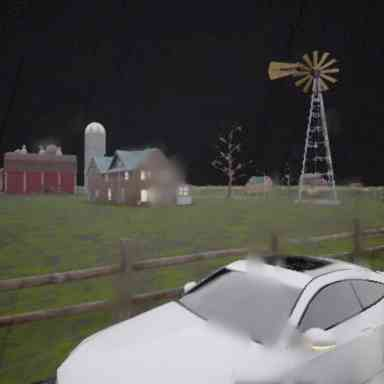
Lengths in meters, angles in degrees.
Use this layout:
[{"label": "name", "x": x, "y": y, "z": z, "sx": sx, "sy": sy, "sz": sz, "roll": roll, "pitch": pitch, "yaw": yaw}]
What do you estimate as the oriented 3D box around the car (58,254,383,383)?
[{"label": "car", "x": 0.954, "y": 1.521, "z": 3.742, "sx": 4.674, "sy": 1.442, "sz": 1.812, "roll": 0, "pitch": 0, "yaw": -35}]
